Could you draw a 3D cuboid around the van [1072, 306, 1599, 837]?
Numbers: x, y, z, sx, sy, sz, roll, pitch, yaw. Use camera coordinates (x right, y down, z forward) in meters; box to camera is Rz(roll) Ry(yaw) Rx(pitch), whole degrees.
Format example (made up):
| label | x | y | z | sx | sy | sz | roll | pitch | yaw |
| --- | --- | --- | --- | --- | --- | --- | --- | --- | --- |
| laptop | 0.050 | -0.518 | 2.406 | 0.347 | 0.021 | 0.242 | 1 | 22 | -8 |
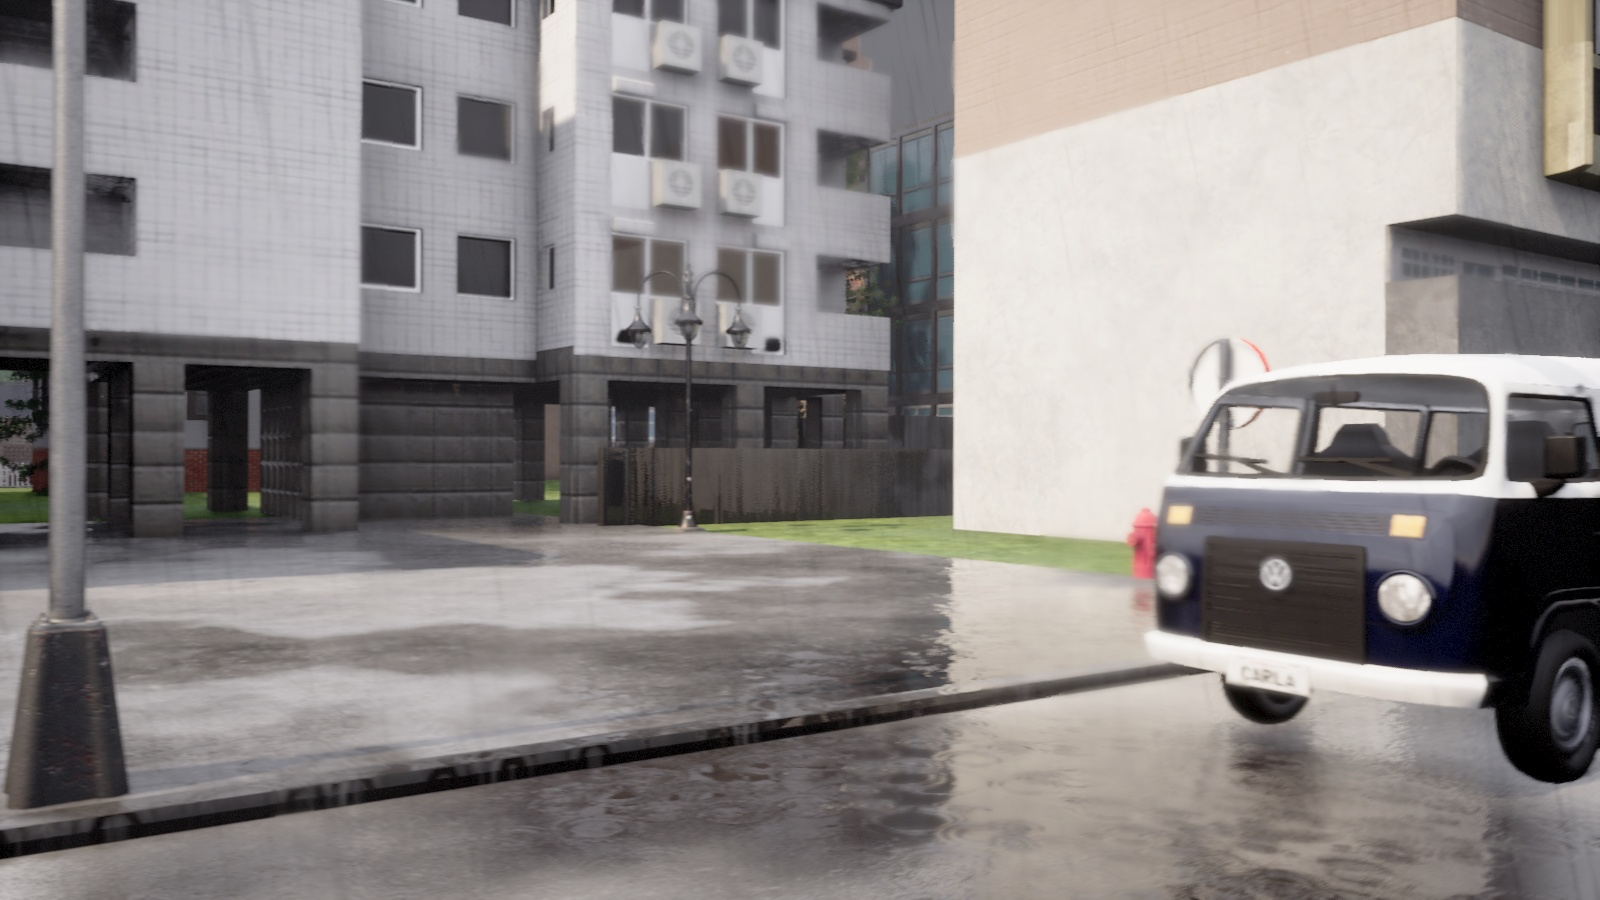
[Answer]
| label | x | y | z | sx | sy | sz | roll | pitch | yaw |
| --- | --- | --- | --- | --- | --- | --- | --- | --- | --- |
| van | 3.842 | 0.480 | 6.943 | 4.480 | 2.038 | 2.069 | 0 | 0 | -35 |
